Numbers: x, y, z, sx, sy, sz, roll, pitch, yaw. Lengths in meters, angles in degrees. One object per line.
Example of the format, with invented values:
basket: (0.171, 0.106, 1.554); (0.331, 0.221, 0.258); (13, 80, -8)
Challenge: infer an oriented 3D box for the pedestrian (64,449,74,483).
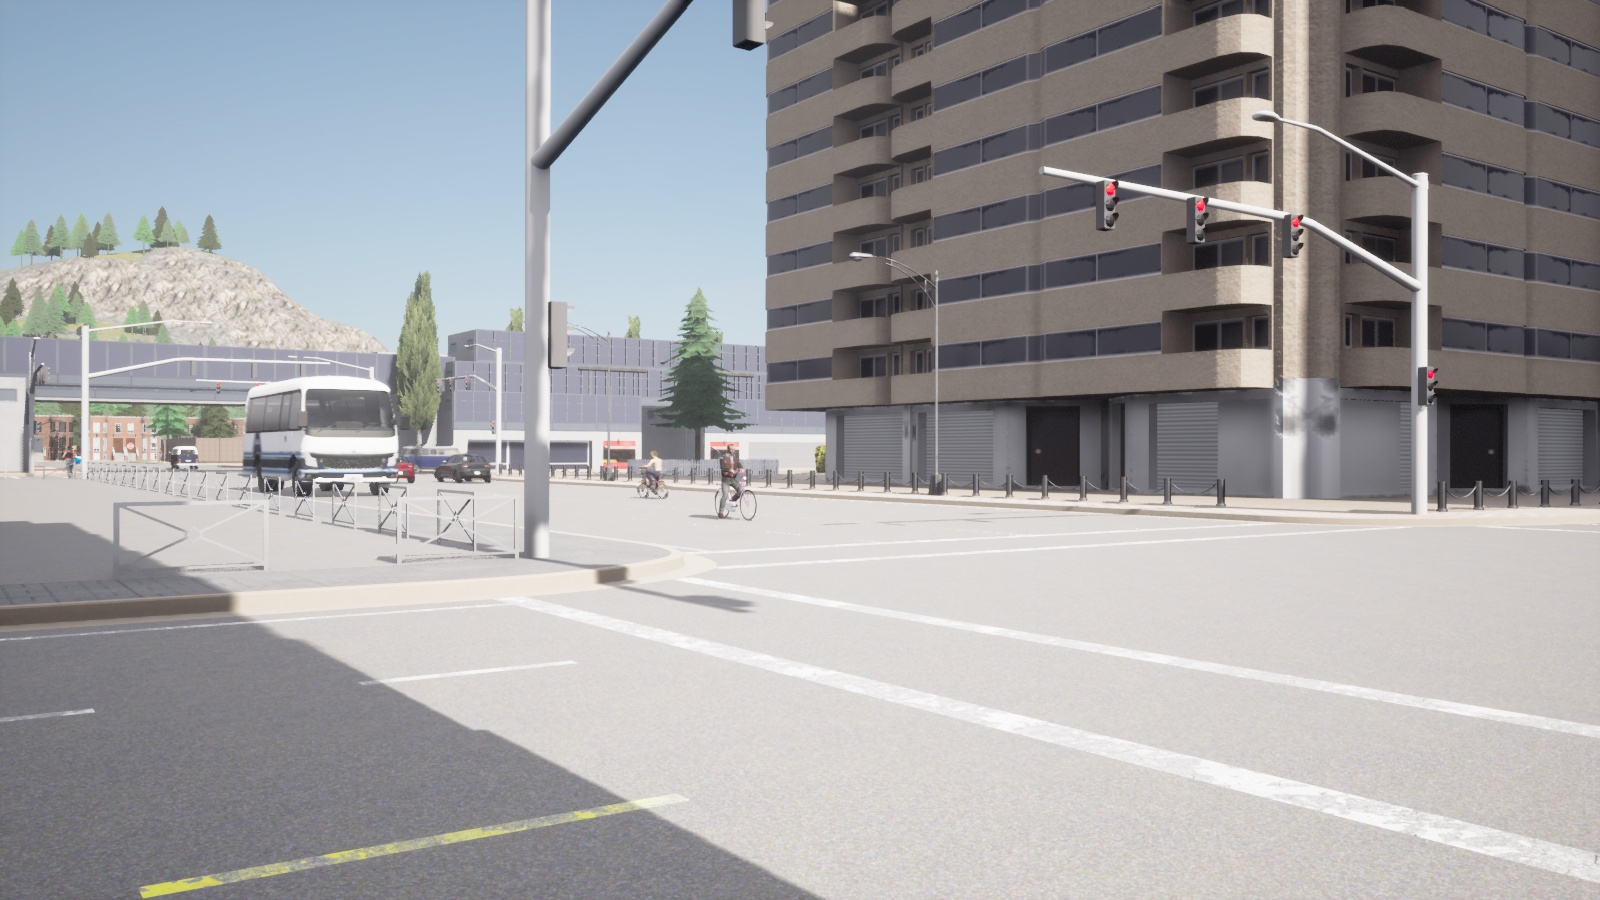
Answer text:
pedestrian: (-39.655, 0.840, 68.124); (0.345, 1.836, 0.594); (0, 0, -41)

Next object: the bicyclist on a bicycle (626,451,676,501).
bicyclist on a bicycle: (-4.972, 0.850, 41.912); (1.509, 1.612, 0.866); (0, 0, 42)

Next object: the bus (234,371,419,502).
bus: (-17.662, -0.426, 46.241); (3.944, 4.253, 10.273); (0, 0, -35)

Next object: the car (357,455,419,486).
car: (-20.704, 1.012, 63.020); (1.816, 1.474, 4.193); (0, 0, -35)

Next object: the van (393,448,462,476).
van: (-26.655, 0.831, 89.925); (4.442, 1.987, 1.775); (0, 0, -33)

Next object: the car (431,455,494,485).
car: (-17.265, 1.008, 64.200); (1.816, 1.474, 4.193); (0, 0, -35)

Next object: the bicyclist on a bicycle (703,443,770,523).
bicyclist on a bicycle: (-1.488, 0.745, 29.055); (0.659, 1.776, 1.843); (0, 0, -35)
